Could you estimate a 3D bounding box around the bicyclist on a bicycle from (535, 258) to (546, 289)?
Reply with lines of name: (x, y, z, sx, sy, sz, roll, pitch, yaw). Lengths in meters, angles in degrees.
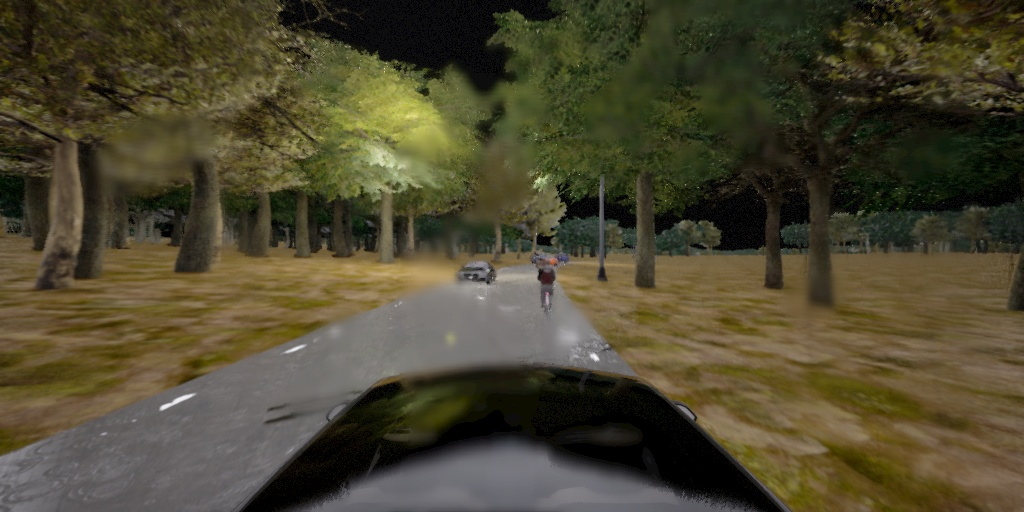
bicyclist on a bicycle: (1.584, 0.920, 19.799, 0.582, 1.620, 1.656, 0, 0, 4)

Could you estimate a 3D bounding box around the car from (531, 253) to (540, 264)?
car: (4.835, 0.443, 63.482, 2.150, 2.045, 5.566, 0, 0, 15)

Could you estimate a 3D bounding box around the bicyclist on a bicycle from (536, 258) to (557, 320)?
bicyclist on a bicycle: (1.061, 0.975, 10.872, 0.659, 1.776, 1.843, 0, 1, 2)

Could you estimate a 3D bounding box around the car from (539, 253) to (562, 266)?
car: (5.838, 0.561, 53.903, 2.097, 1.767, 4.553, 0, 0, 12)

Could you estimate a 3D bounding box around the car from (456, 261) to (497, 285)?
car: (-2.126, 0.998, 22.268, 1.994, 1.385, 4.181, 0, 1, 5)
